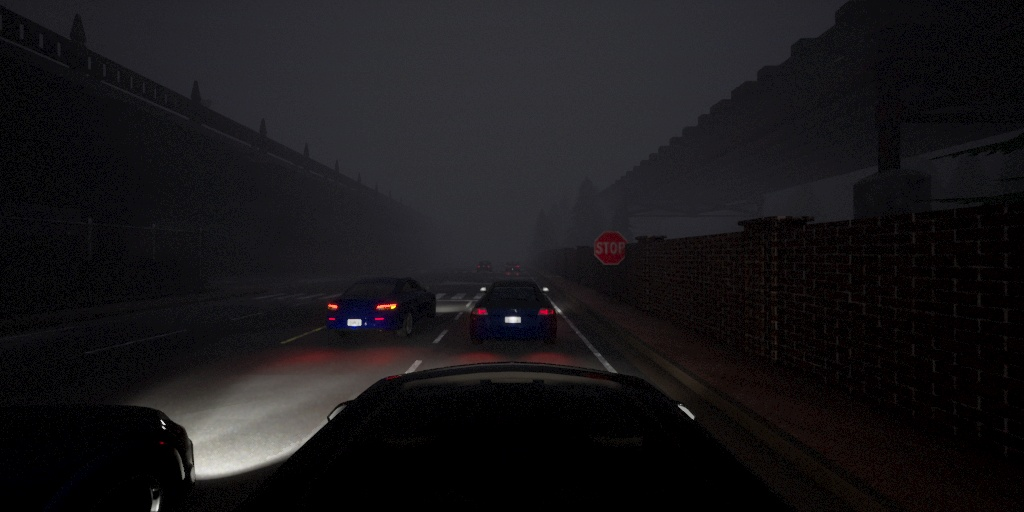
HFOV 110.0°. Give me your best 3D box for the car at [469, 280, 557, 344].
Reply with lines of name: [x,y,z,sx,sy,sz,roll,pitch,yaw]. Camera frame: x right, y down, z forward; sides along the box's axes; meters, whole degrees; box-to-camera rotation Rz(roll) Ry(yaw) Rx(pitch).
car: [0.061,1.314,9.551,1.994,1.385,4.181,0,0,1]

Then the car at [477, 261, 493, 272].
car: [-3.425,1.295,45.535,2.033,1.411,5.357,0,0,-1]

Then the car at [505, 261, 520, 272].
car: [0.060,1.349,46.245,1.895,1.301,4.718,0,0,-1]

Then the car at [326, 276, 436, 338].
car: [-3.421,1.275,10.070,1.812,1.442,4.674,0,0,0]

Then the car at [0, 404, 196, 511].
car: [-3.399,1.314,0.974,1.994,1.385,4.181,0,0,0]
